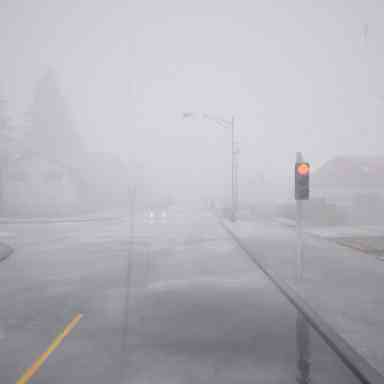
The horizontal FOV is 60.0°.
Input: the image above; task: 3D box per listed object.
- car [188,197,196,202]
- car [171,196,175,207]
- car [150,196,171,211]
[{"bbox_3d":[0.065,1.838,77.378,1.895,1.301,4.718,0,0,0],"label":"car"},{"bbox_3d":[-4.053,1.542,50.779,1.812,1.442,4.674,0,0,0],"label":"car"},{"bbox_3d":[-4.065,1.518,41.568,1.837,1.490,4.892,0,0,0],"label":"car"}]
